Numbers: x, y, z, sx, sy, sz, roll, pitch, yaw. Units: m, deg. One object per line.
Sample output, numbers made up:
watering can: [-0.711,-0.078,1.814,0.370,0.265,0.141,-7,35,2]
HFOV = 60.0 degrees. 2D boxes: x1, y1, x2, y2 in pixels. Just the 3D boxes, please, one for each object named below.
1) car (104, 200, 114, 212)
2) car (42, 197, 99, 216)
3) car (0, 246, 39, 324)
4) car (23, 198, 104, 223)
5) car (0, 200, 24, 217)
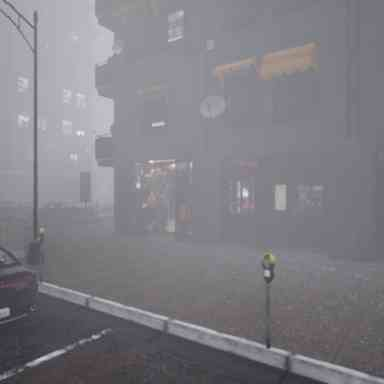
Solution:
car: [-6.588,1.166,32.460,1.837,1.490,4.892,0,1,35]
car: [-11.056,1.243,30.566,1.752,1.417,4.829,1,1,35]
car: [-4.573,1.550,6.133,4.403,1.369,2.008,0,0,35]
car: [-9.014,1.382,23.667,1.895,1.301,4.718,0,1,37]
car: [-14.144,1.343,26.140,2.008,1.369,4.403,1,1,35]
